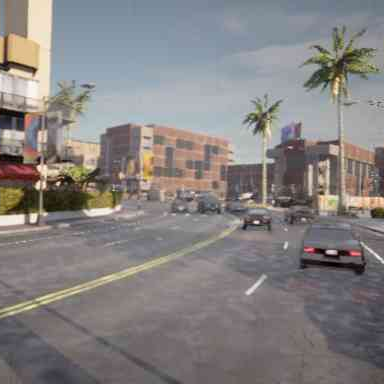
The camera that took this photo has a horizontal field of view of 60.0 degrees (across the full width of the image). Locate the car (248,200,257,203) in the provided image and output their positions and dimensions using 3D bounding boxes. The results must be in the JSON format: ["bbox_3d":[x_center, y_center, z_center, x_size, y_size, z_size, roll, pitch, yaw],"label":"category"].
[{"bbox_3d":[7.823,1.895,45.479,1.801,1.575,5.366,1,0,-13],"label":"car"}]

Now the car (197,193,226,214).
[{"bbox_3d":[1.995,1.477,39.450,2.150,2.045,5.566,2,-1,-7],"label":"car"}]

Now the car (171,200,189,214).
[{"bbox_3d":[-1.432,1.650,38.363,2.128,1.511,4.902,2,0,-6],"label":"car"}]

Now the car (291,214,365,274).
[{"bbox_3d":[4.725,1.731,11.455,2.033,1.411,5.357,1,0,21],"label":"car"}]

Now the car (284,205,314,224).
[{"bbox_3d":[8.882,1.881,27.805,1.837,1.490,4.892,2,0,8],"label":"car"}]

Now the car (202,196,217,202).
[{"bbox_3d":[5.035,2.022,94.761,4.193,1.474,1.816,1,0,44],"label":"car"}]

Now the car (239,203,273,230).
[{"bbox_3d":[4.607,1.766,23.208,1.812,1.442,4.674,2,0,13],"label":"car"}]

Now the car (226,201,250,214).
[{"bbox_3d":[5.239,1.913,41.211,1.994,1.385,4.181,2,0,-8],"label":"car"}]
